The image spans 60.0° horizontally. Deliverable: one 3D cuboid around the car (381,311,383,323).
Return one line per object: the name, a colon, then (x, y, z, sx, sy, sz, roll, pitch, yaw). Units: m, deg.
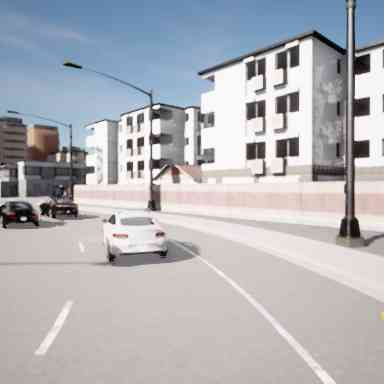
car: (3.374, 1.422, 1.938, 1.801, 1.575, 5.366, 0, 1, -3)

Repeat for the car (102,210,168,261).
car: (-2.107, 1.359, 11.648, 1.812, 1.442, 4.674, 0, 1, -18)

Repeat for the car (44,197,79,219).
car: (-10.072, 1.145, 24.983, 2.128, 1.511, 4.902, -1, 1, -38)

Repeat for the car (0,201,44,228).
car: (-10.478, 1.254, 19.874, 1.812, 1.442, 4.674, -1, 1, -36)
